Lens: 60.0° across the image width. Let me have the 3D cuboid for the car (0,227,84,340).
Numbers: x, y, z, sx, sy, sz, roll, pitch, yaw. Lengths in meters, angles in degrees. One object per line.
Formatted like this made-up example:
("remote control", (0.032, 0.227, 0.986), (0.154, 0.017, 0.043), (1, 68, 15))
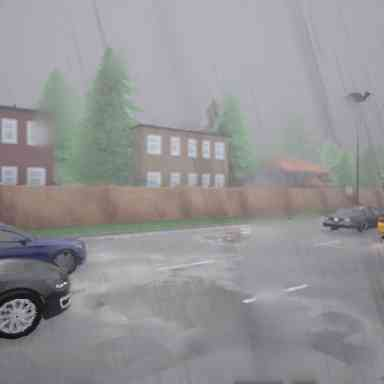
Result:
("car", (-4.378, 1.505, 4.923), (4.892, 1.490, 1.837), (0, 0, -36))

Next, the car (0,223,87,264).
("car", (-5.156, 1.524, 8.651), (4.674, 1.442, 1.812), (0, 0, -35))

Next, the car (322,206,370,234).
("car", (9.798, 1.532, 19.339), (5.357, 1.411, 2.033), (0, 0, -36))

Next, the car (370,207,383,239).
("car", (10.719, 1.463, 15.697), (5.008, 1.535, 1.882), (0, 0, -36))
